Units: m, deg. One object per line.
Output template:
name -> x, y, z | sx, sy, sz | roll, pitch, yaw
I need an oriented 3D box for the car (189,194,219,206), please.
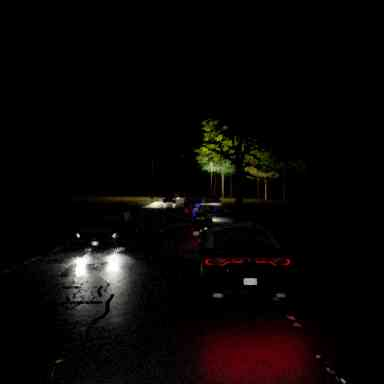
car -> 1.028, 1.167, 24.542 | 2.150, 2.045, 5.566 | 0, 0, 0

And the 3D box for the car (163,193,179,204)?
car -> -3.871, 1.116, 57.551 | 2.097, 1.767, 4.553 | 0, 0, 0

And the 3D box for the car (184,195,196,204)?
car -> -0.307, 1.300, 59.623 | 2.033, 1.411, 5.357 | 0, 0, -1

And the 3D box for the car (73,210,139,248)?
car -> -3.599, 1.523, 15.013 | 2.033, 1.411, 5.357 | 0, 0, 0

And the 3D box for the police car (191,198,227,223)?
police car -> 1.047, 1.391, 18.620 | 1.930, 1.638, 5.238 | 0, 0, 0

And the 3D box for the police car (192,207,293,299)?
police car -> 1.057, 1.416, 8.614 | 1.930, 1.638, 5.238 | 0, 0, 0

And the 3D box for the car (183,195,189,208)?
car -> -0.128, 1.326, 45.214 | 2.128, 1.511, 4.902 | 0, 0, 0
